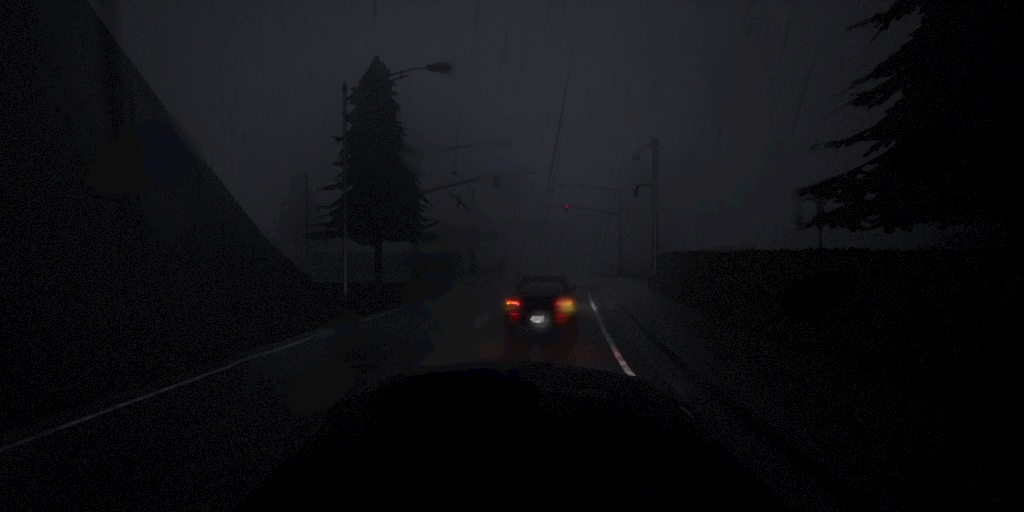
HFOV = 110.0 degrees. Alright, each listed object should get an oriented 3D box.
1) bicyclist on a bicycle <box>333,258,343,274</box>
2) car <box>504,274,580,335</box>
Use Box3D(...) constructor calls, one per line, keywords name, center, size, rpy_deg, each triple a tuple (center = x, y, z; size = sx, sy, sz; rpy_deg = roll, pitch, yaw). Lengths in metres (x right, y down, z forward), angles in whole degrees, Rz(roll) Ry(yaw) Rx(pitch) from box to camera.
Box3D(name="bicyclist on a bicycle", center=(-17.272, 0.986, 35.552), size=(0.582, 1.620, 1.656), rpy_deg=(0, 1, 9))
Box3D(name="car", center=(0.946, 1.221, 10.226), size=(1.812, 1.442, 4.674), rpy_deg=(0, 0, 9))
